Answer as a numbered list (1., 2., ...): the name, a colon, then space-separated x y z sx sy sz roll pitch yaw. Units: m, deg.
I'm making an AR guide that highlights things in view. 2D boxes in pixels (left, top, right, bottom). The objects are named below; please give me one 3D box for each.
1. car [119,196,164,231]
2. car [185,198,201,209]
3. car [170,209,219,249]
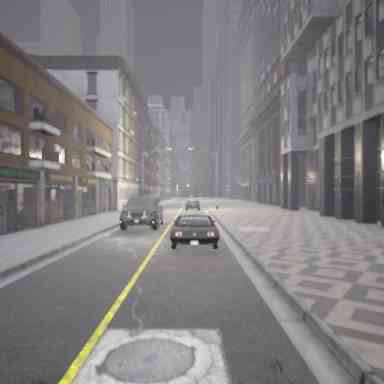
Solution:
1. car: -3.039 1.260 21.100 2.150 2.045 5.566 0 0 1
2. car: 0.115 1.579 44.374 2.128 1.511 4.902 0 0 0
3. car: 0.103 1.623 14.714 1.895 1.301 4.718 0 0 0
